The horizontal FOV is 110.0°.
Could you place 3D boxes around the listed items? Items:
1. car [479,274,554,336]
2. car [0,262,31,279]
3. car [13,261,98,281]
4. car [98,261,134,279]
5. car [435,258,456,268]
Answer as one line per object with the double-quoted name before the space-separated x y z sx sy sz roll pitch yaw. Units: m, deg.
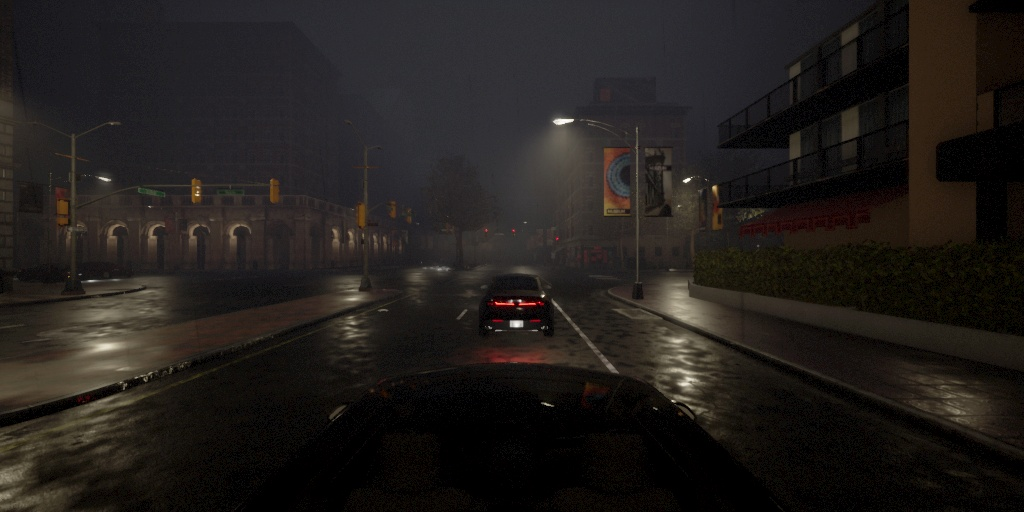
"car" 0.117 1.255 10.360 1.837 1.490 4.892 0 0 0
"car" -47.093 1.276 32.479 4.674 1.442 1.812 0 0 1
"car" -36.857 1.314 28.945 4.181 1.385 1.994 0 0 0
"car" -37.257 1.228 32.445 5.008 1.535 1.882 0 0 0
"car" -11.282 1.351 61.187 1.895 1.301 4.718 0 0 1
